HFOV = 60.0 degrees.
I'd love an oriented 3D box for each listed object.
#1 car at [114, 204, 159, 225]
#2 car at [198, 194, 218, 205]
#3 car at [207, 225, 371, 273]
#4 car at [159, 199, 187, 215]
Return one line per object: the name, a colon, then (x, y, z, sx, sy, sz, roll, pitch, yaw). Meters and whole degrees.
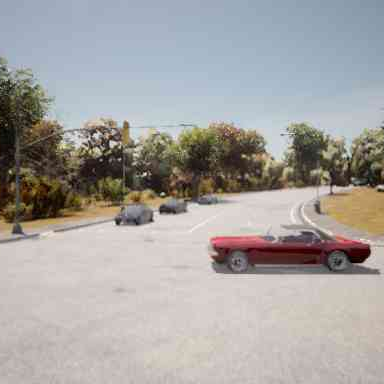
car: (-4.392, 1.708, 26.044, 1.812, 1.442, 4.674, 0, 0, 12)
car: (2.339, 1.058, 48.229, 1.812, 1.442, 4.674, 0, 3, 22)
car: (2.837, 1.705, 10.461, 4.718, 1.301, 1.895, 0, -1, -1)
car: (-1.992, 1.503, 35.821, 1.882, 1.535, 5.008, 0, 1, 17)
